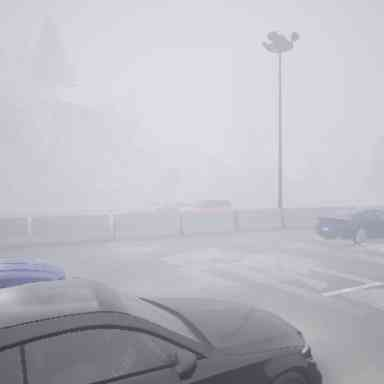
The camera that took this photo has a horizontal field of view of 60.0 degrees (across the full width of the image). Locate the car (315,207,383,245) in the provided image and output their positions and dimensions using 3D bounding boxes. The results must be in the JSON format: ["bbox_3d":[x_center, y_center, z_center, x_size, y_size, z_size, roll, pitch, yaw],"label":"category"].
[{"bbox_3d":[8.034,1.458,15.478,5.008,1.535,1.882,0,0,-25],"label":"car"}]

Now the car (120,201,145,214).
[{"bbox_3d":[-4.648,1.580,32.891,4.718,1.301,1.895,0,0,-26],"label":"car"}]

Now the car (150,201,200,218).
[{"bbox_3d":[-1.549,1.542,30.475,4.181,1.385,1.994,0,0,-26],"label":"car"}]

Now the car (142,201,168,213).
[{"bbox_3d":[-1.233,1.581,26.776,4.718,1.301,1.895,0,0,-26],"label":"car"}]

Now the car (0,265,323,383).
[{"bbox_3d":[-0.977,1.525,2.784,4.674,1.442,1.812,0,0,-31],"label":"car"}]

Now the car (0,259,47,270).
[{"bbox_3d":[-4.451,1.478,4.774,5.008,1.535,1.882,0,0,-32],"label":"car"}]

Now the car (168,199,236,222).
[{"bbox_3d":[0.958,1.333,23.916,4.553,1.767,2.097,0,0,-26],"label":"car"}]
